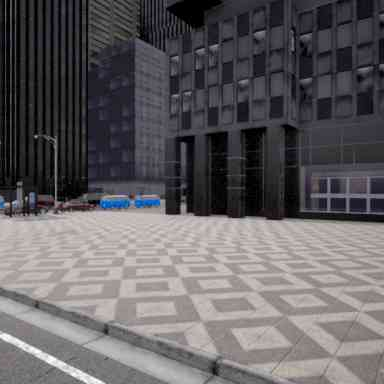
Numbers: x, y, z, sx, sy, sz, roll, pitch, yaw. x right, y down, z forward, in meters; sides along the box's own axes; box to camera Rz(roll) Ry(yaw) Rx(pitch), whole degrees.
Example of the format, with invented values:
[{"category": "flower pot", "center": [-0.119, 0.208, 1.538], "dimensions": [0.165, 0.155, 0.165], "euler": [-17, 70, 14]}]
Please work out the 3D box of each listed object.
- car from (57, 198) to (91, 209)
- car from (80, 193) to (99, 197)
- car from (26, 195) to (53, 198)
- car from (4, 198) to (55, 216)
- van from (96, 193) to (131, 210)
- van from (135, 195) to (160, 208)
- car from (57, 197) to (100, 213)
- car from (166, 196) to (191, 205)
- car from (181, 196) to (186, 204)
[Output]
[{"category": "car", "center": [-16.323, 1.548, 46.096], "dimensions": [1.802, 1.307, 4.206], "euler": [0, 0, 35]}, {"category": "car", "center": [-13.892, 1.188, 44.917], "dimensions": [2.150, 2.045, 5.566], "euler": [0, 1, 35]}, {"category": "car", "center": [-19.615, 1.285, 41.470], "dimensions": [2.192, 1.841, 5.009], "euler": [0, 0, 35]}, {"category": "car", "center": [-15.963, 1.549, 31.903], "dimensions": [2.008, 1.369, 4.403], "euler": [0, 0, 35]}, {"category": "van", "center": [-9.377, 1.332, 41.153], "dimensions": [1.690, 1.788, 3.998], "euler": [0, 0, 35]}, {"category": "van", "center": [-6.084, 1.329, 45.778], "dimensions": [1.690, 1.788, 3.998], "euler": [0, 0, 35]}, {"category": "car", "center": [-12.670, 1.576, 36.528], "dimensions": [1.802, 1.307, 4.206], "euler": [0, 0, 35]}, {"category": "car", "center": [-2.398, 1.505, 60.893], "dimensions": [1.837, 1.490, 4.892], "euler": [0, 0, 35]}, {"category": "car", "center": [0.500, 1.569, 55.028], "dimensions": [1.802, 1.307, 4.206], "euler": [0, 0, 35]}]
